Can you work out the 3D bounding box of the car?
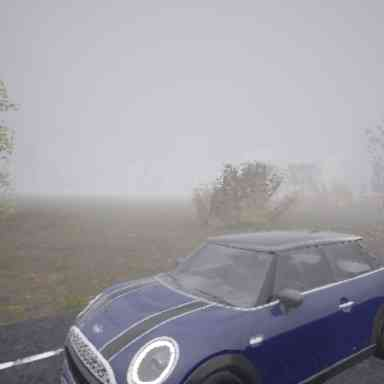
[{"bbox_3d":[0.775,1.365,4.358,4.553,1.767,2.097,0,0,-35],"label":"car"}]
